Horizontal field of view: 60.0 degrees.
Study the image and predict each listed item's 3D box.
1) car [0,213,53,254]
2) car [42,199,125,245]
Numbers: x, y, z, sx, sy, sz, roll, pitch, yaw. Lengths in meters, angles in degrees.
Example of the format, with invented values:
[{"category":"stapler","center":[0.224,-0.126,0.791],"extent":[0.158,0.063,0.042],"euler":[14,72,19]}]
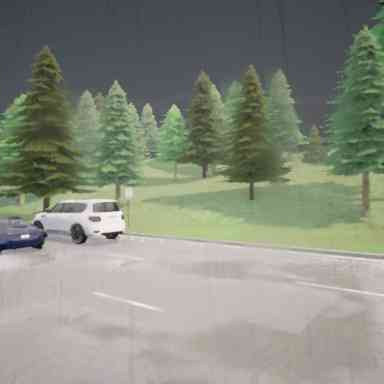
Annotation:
[{"category":"car","center":[-8.162,1.733,14.217],"extent":[4.181,1.385,1.994],"euler":[-1,-1,36]},{"category":"car","center":[-5.831,1.393,16.853],"extent":[5.566,2.045,2.150],"euler":[-1,-1,36]}]
